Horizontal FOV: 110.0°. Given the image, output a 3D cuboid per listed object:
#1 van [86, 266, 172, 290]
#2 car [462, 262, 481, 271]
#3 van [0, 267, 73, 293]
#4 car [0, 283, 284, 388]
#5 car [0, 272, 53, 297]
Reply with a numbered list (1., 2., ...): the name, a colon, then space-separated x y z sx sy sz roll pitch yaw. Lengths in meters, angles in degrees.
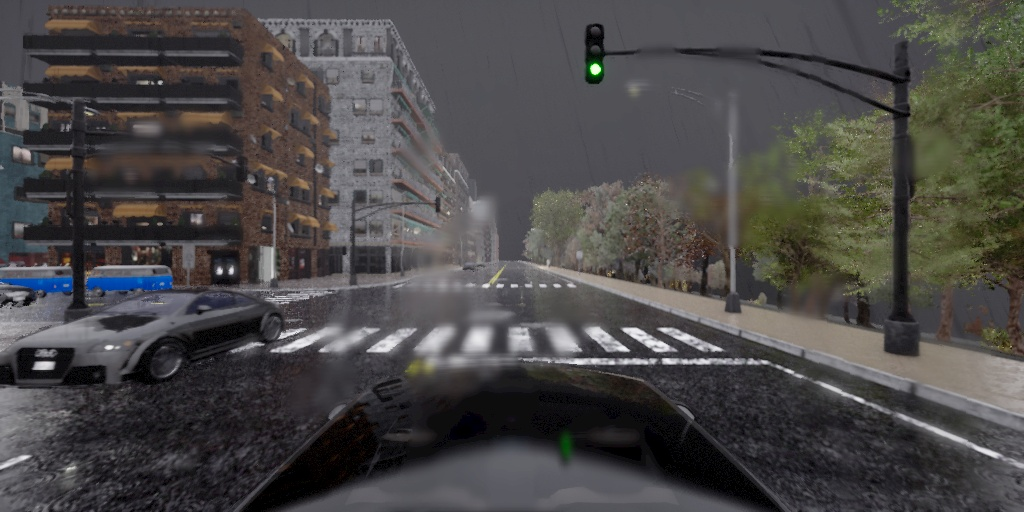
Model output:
1. van: -22.767 1.479 21.413 3.998 1.789 1.690 0 0 -1
2. car: -6.637 1.681 56.669 2.033 1.411 5.357 0 0 0
3. van: -28.368 1.552 21.321 3.998 1.789 1.690 0 0 -1
4. car: -6.513 1.350 6.981 1.994 1.385 4.181 0 0 0
5. car: -23.937 1.630 15.605 4.902 1.511 2.128 -1 0 -1
